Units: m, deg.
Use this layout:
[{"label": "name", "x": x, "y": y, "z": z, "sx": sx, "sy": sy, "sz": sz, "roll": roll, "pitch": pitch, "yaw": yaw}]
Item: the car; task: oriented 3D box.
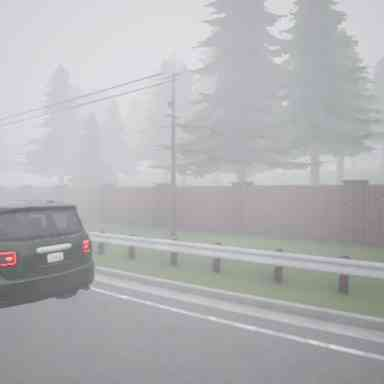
[{"label": "car", "x": -4.498, "y": 1.195, "z": 7.199, "sx": 5.566, "sy": 2.045, "sz": 2.150, "roll": 0, "pitch": 0, "yaw": 36}]
